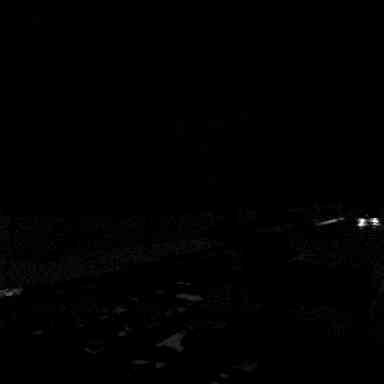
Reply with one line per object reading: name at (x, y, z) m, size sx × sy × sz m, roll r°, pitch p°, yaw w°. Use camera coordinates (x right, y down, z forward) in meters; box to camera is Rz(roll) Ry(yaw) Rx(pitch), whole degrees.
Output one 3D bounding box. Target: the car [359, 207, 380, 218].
car at (21.971, 2.467, 41.187) m, size 1.895 × 1.301 × 4.718 m, roll -2°, pitch -2°, yaw 35°
